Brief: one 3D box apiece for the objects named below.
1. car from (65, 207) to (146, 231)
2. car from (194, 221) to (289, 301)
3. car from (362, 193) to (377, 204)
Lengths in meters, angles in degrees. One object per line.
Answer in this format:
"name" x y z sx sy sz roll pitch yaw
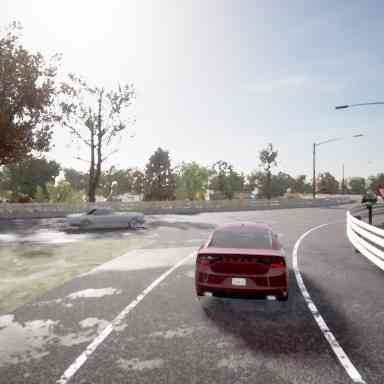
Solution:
"car" -5.321 1.598 20.674 4.718 1.301 1.895 0 0 -25
"car" 1.319 1.477 8.466 1.882 1.535 5.008 0 0 11
"car" 33.633 1.215 63.031 2.150 2.045 5.566 0 0 33
